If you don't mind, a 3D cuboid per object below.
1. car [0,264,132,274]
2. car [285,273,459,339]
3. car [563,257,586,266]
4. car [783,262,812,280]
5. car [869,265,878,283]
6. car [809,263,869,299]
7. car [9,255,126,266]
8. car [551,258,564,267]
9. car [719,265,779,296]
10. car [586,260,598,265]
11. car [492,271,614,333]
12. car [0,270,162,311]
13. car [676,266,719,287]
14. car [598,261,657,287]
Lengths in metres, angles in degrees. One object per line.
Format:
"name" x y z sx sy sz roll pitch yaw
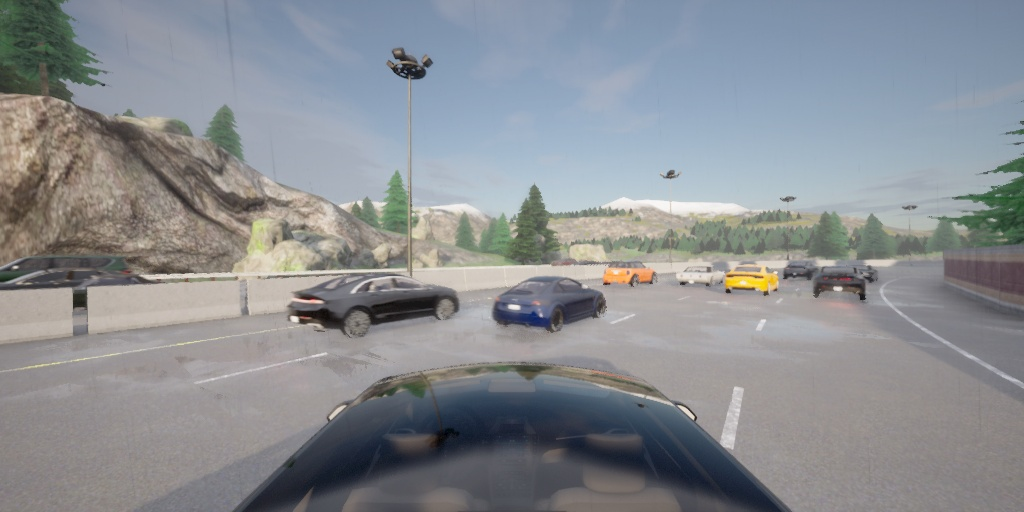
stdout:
"car" -18.076 1.254 14.304 1.837 1.490 4.892 0 0 34
"car" -3.617 1.241 10.248 2.128 1.511 4.902 0 0 36
"car" 10.023 1.240 50.421 4.902 1.511 2.128 0 0 -39
"car" 24.572 1.235 30.387 4.902 1.511 2.128 0 0 -41
"car" 27.145 1.345 28.016 4.718 1.301 1.895 0 0 -40
"car" 16.508 1.250 18.062 1.837 1.490 4.892 0 0 44
"car" -21.068 0.970 16.191 2.150 2.045 5.566 0 0 35
"car" 7.874 1.097 53.186 4.553 1.767 2.097 0 0 -39
"car" 13.202 1.224 19.652 1.882 1.535 5.008 0 -1 43
"car" 12.291 1.322 47.755 4.181 1.385 1.994 0 0 -39
"car" 1.272 1.312 10.967 1.994 1.385 4.181 0 0 37
"car" -14.830 1.350 12.916 1.895 1.301 4.718 0 0 34
"car" 13.070 1.346 24.586 1.895 1.301 4.718 0 0 44
"car" 8.097 1.098 24.421 2.097 1.767 4.553 0 0 43
